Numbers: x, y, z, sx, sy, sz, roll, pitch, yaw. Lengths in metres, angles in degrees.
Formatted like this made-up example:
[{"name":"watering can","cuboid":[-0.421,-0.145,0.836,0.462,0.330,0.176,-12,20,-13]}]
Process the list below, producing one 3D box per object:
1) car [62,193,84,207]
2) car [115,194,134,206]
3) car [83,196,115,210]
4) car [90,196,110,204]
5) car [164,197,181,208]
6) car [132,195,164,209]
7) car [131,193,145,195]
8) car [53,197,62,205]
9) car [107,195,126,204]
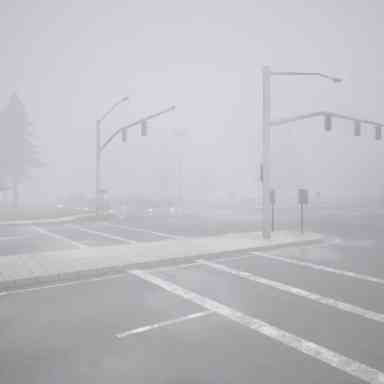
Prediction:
[{"name":"car","cuboid":[-17.717,1.221,51.024,2.150,2.045,5.566,0,0,-35]},{"name":"car","cuboid":[-11.495,1.505,54.362,1.837,1.490,4.892,0,0,-35]},{"name":"car","cuboid":[-12.056,1.505,42.947,1.837,1.490,4.892,0,0,-35]},{"name":"car","cuboid":[-17.346,1.491,62.786,2.128,1.511,4.902,0,0,-35]},{"name":"car","cuboid":[-3.472,1.505,48.997,1.837,1.490,4.892,0,0,-35]},{"name":"car","cuboid":[-6.255,1.505,46.869,1.837,1.490,4.892,0,0,-35]},{"name":"car","cuboid":[-9.009,1.222,56.921,2.150,2.045,5.566,0,0,-35]},{"name":"car","cuboid":[-23.411,1.564,59.244,1.994,1.385,4.181,0,0,-34]},{"name":"car","cuboid":[-14.795,1.478,65.274,1.882,1.535,5.008,0,0,-34]}]
